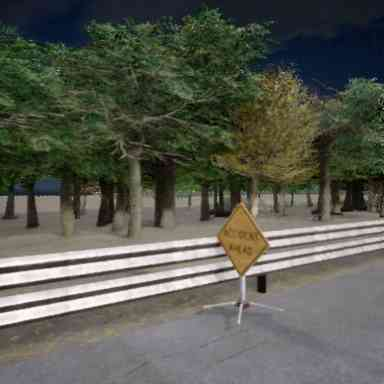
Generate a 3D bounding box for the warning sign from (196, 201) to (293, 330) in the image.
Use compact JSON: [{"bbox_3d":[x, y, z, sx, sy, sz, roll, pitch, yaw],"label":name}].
[{"bbox_3d":[0.879,1.115,5.784,1.060,1.860,1.300,0,0,-35],"label":"warning sign"}]
